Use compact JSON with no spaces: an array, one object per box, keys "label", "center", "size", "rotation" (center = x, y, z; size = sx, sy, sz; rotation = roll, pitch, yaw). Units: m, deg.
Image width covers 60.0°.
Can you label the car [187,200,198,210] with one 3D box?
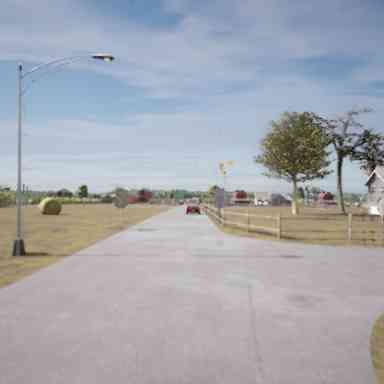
[{"label":"car","center":[0.088,2.580,68.020],"size":[2.150,2.045,5.566],"rotation":[0,-1,0]}]

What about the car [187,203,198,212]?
[{"label":"car","center":[0.161,2.622,58.239],"size":[1.837,1.490,4.892],"rotation":[0,-1,0]}]

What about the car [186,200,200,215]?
[{"label":"car","center":[0.146,2.319,46.214],"size":[1.882,1.535,5.008],"rotation":[0,-1,0]}]
